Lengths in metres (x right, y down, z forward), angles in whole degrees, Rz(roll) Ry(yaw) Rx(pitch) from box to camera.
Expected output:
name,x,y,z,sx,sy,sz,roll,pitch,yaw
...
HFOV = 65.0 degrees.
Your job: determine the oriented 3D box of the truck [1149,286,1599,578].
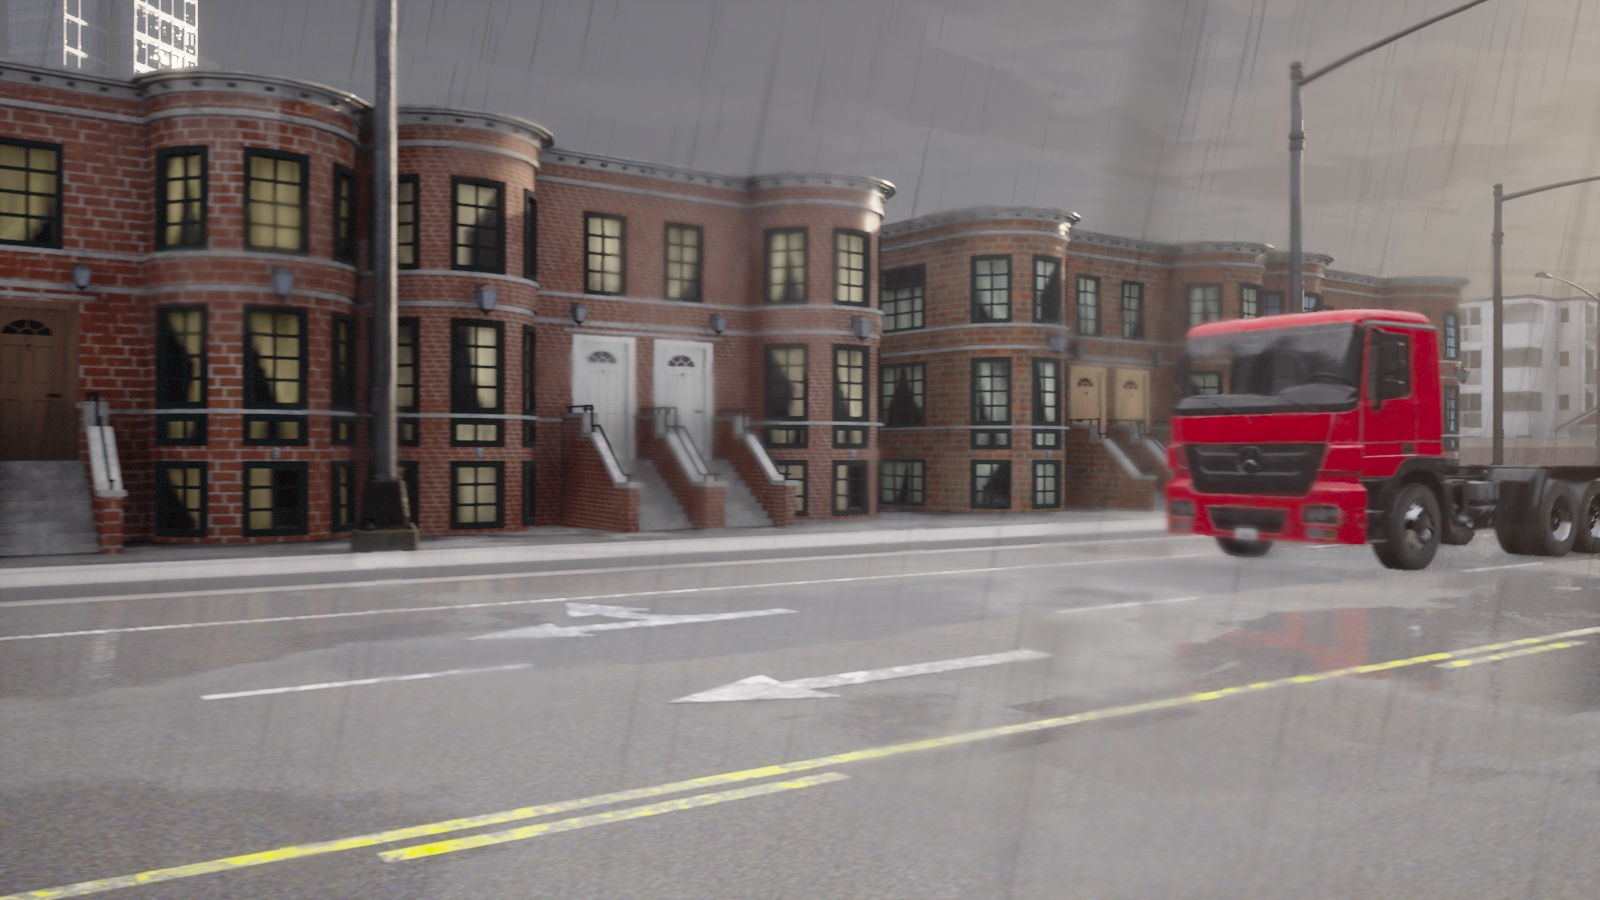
name,x,y,z,sx,sy,sz,roll,pitch,yaw
truck,8.896,-0.211,18.379,7.936,3.462,2.891,0,0,-35
